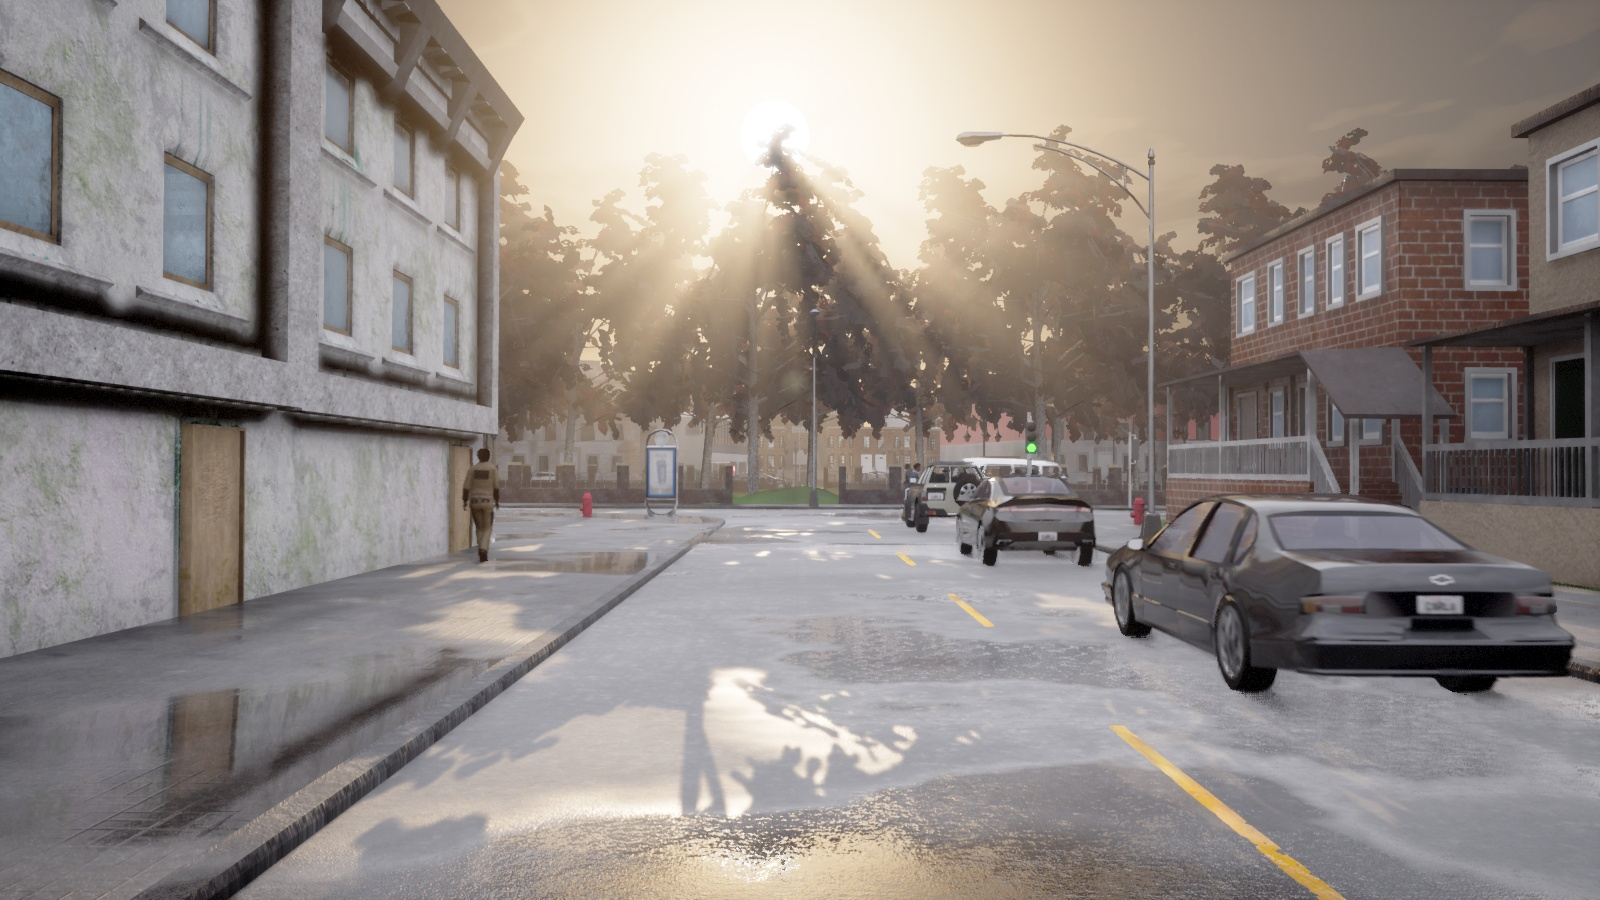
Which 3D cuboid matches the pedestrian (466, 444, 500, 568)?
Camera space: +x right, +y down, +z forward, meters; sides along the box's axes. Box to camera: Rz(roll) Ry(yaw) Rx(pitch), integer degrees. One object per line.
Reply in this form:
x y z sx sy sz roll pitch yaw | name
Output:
-5.042 0.880 20.016 0.396 1.930 0.692 0 -1 -3 | pedestrian

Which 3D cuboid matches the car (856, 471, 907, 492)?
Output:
6.153 2.355 94.550 3.705 1.549 1.789 -1 -1 0 | car

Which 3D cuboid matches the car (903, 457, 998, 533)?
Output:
3.903 1.171 33.285 1.932 1.855 4.605 0 -2 0 | car

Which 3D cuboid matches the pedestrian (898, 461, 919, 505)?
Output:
4.709 1.420 54.615 0.849 1.883 0.563 0 -1 0 | pedestrian

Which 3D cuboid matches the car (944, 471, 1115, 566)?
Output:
3.934 1.131 22.424 2.128 1.511 4.902 0 -1 0 | car

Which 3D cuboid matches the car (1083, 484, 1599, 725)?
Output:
3.969 1.020 10.383 2.033 1.411 5.357 0 -1 0 | car

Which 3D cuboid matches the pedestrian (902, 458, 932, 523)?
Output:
3.578 1.233 38.367 0.788 1.949 0.423 0 -1 -14 | pedestrian

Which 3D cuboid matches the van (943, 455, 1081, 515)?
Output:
7.565 1.256 44.724 4.480 2.038 2.069 0 -2 -29 | van

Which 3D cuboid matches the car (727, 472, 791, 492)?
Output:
-3.044 2.410 94.516 4.792 1.488 2.163 0 -1 0 | car
